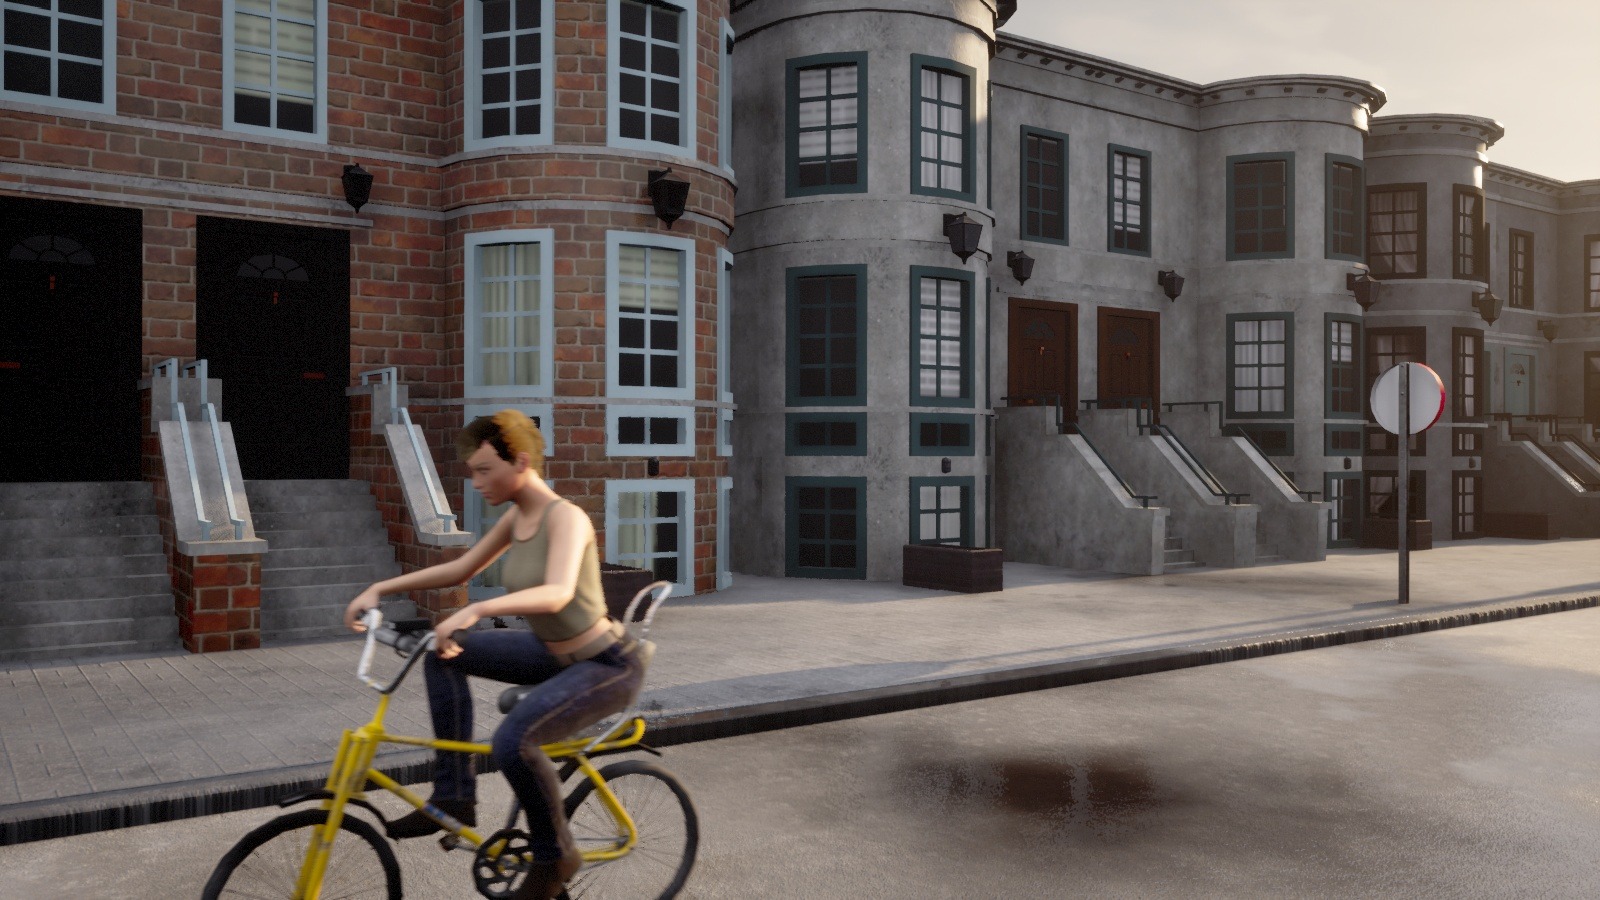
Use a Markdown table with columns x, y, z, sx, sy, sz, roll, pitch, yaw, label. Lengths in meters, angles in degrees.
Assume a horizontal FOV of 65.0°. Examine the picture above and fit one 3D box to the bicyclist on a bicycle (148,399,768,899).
| x | y | z | sx | sy | sz | roll | pitch | yaw | label |
| --- | --- | --- | --- | --- | --- | --- | --- | --- | --- |
| -0.961 | 0.692 | 3.602 | 1.509 | 1.612 | 0.866 | 0 | 0 | -35 | bicyclist on a bicycle |
